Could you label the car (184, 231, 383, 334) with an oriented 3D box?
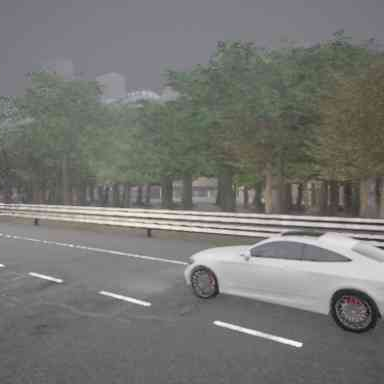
[{"bbox_3d":[2.017,1.528,6.731,4.674,1.442,1.812,0,0,35],"label":"car"}]
